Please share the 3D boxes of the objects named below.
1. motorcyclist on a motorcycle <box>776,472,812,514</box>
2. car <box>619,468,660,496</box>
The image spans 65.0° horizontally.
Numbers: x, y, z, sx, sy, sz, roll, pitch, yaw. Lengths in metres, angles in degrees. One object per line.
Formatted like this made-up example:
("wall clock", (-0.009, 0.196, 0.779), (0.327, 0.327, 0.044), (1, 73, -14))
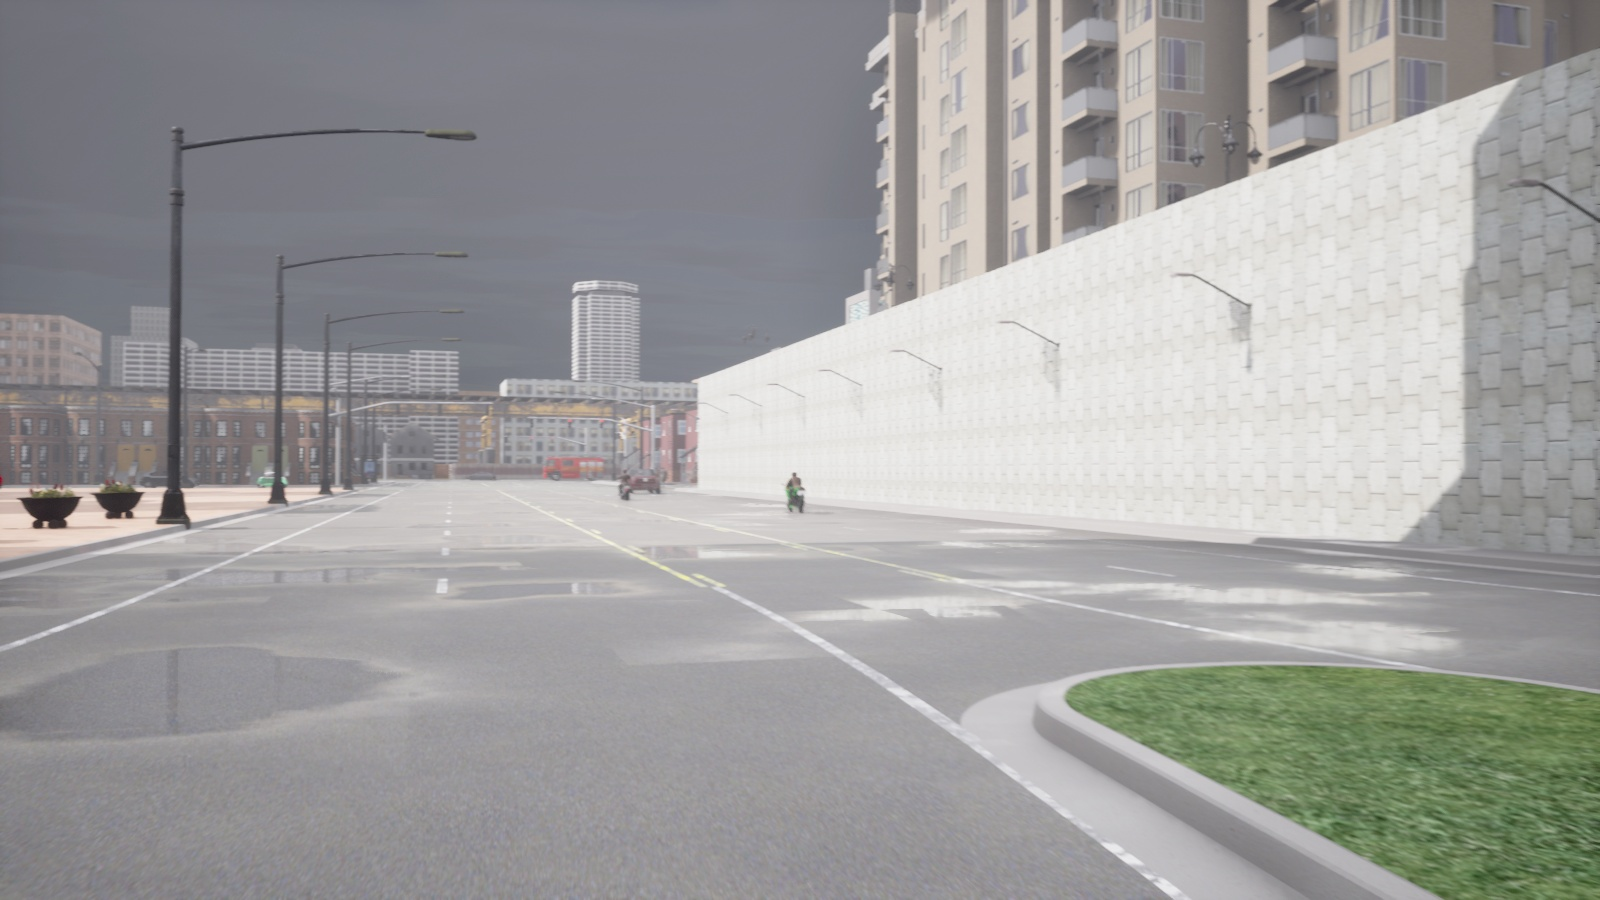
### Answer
("motorcyclist on a motorcycle", (-0.232, 1.562, 46.208), (0.797, 1.523, 2.044), (0, -1, -16))
("car", (-10.754, 2.121, 84.114), (2.097, 1.767, 4.553), (0, -1, -16))
